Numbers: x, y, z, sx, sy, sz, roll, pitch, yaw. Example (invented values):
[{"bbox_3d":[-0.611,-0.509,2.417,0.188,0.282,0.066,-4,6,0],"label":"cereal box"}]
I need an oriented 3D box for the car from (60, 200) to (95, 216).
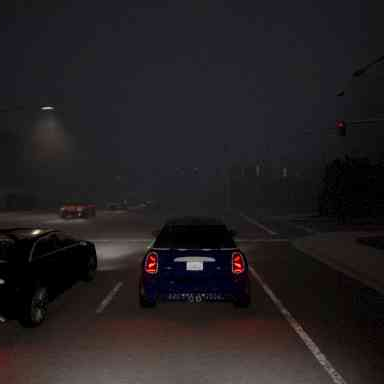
[{"bbox_3d":[-10.658,1.561,31.203,2.097,1.767,4.553,0,-1,0],"label":"car"}]

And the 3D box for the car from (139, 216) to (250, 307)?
[{"bbox_3d":[0.058,1.364,8.133,2.097,1.767,4.553,0,0,0],"label":"car"}]

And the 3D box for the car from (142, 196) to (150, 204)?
[{"bbox_3d":[-10.630,1.777,69.552,2.128,1.511,4.902,0,1,0],"label":"car"}]

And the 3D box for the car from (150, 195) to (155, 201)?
[{"bbox_3d":[-10.659,1.641,84.944,2.128,1.511,4.902,0,0,0],"label":"car"}]

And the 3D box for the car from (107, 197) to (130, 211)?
[{"bbox_3d":[-10.686,1.837,47.478,1.882,1.535,5.008,0,-1,0],"label":"car"}]

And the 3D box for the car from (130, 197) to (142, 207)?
[{"bbox_3d":[-10.684,1.723,59.039,2.097,1.767,4.553,0,0,0],"label":"car"}]

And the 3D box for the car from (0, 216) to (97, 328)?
[{"bbox_3d":[-3.447,1.503,6.993,2.128,1.511,4.902,0,0,0],"label":"car"}]
